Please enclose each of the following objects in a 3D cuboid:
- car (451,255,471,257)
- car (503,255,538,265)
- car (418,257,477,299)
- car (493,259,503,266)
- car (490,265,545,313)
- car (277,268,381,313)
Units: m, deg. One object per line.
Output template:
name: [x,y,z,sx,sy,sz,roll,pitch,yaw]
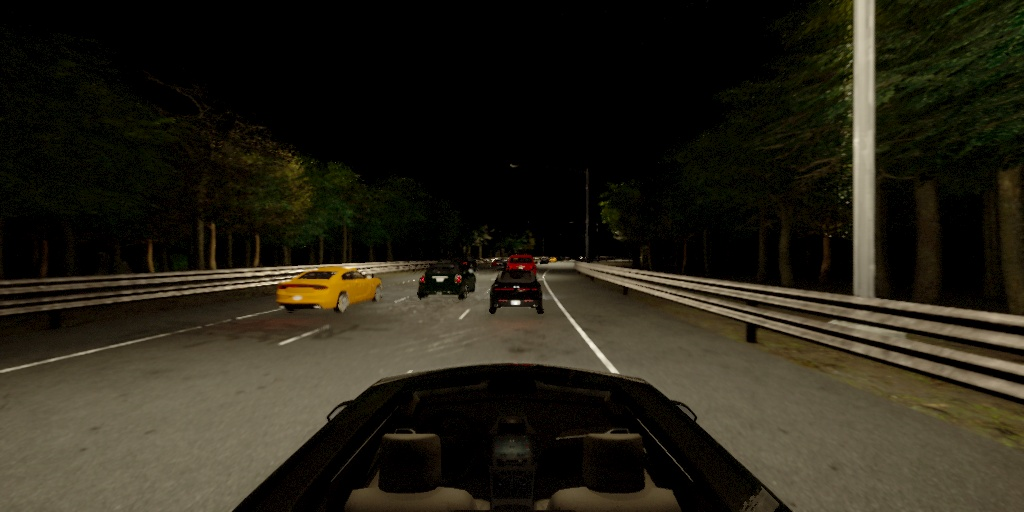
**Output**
car: [-5.372,0.940,39.363,2.150,2.045,5.566,0,0,5]
car: [0.766,0.960,27.163,2.150,2.045,5.566,0,0,3]
car: [-3.095,1.087,17.967,2.097,1.767,4.553,0,0,2]
car: [-0.873,1.212,48.967,2.128,1.511,4.902,0,0,6]
car: [0.190,1.250,13.949,1.837,1.490,4.892,0,0,2]
car: [-6.758,1.196,13.907,1.882,1.535,5.008,0,0,2]
